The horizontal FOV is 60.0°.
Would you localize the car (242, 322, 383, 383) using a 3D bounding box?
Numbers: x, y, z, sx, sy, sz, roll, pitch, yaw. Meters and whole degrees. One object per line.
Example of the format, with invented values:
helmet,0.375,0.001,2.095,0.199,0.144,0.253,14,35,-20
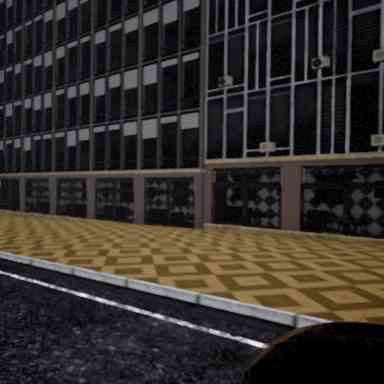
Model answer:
car,2.591,1.502,1.764,4.892,1.490,1.837,0,0,36
